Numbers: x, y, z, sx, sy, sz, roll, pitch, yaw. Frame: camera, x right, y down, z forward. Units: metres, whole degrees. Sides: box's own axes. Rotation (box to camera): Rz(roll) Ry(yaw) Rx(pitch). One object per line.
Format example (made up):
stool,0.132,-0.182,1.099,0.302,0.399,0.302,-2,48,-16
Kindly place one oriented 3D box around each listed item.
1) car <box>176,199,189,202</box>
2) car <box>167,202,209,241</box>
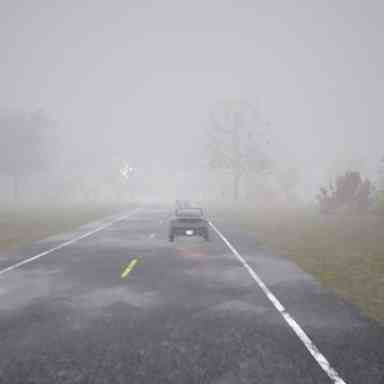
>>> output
car,-1.051,1.483,36.766,2.033,1.411,5.357,0,0,-3
car,-0.178,1.487,16.760,1.837,1.490,4.892,0,0,-2
